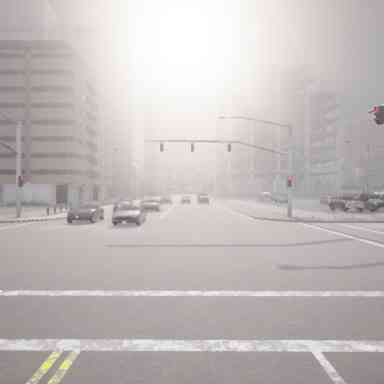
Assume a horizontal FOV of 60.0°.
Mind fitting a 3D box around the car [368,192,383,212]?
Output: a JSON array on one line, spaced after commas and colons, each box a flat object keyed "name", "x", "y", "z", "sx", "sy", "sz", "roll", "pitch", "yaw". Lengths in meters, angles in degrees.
[{"name": "car", "x": 19.463, "y": 1.156, "z": 35.801, "sx": 1.905, "sy": 1.878, "sz": 3.866, "roll": 0, "pitch": 0, "yaw": 0}]

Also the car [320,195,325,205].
[{"name": "car", "x": 22.081, "y": 1.395, "z": 53.281, "sx": 1.970, "sy": 1.475, "sz": 3.806, "roll": 0, "pitch": 0, "yaw": 0}]

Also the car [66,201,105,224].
[{"name": "car", "x": -7.918, "y": 1.505, "z": 25.144, "sx": 1.837, "sy": 1.490, "sz": 4.892, "roll": 0, "pitch": 0, "yaw": -2}]

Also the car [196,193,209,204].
[{"name": "car", "x": 2.273, "y": 1.477, "z": 64.710, "sx": 1.882, "sy": 1.535, "sz": 5.008, "roll": 0, "pitch": 0, "yaw": 0}]

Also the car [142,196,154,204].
[{"name": "car", "x": -8.266, "y": 1.525, "z": 62.786, "sx": 1.812, "sy": 1.442, "sz": 4.674, "roll": 0, "pitch": 0, "yaw": 0}]

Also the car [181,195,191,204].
[{"name": "car", "x": -1.233, "y": 1.601, "z": 65.383, "sx": 1.895, "sy": 1.301, "sz": 4.718, "roll": 0, "pitch": 0, "yaw": 0}]

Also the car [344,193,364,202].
[{"name": "car", "x": 33.352, "y": 1.153, "z": 68.490, "sx": 1.932, "sy": 1.855, "sz": 4.605, "roll": 0, "pitch": 0, "yaw": 0}]

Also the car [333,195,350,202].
[{"name": "car", "x": 30.669, "y": 1.364, "z": 68.426, "sx": 1.784, "sy": 1.438, "sz": 3.905, "roll": 0, "pitch": 0, "yaw": 0}]

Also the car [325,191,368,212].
[{"name": "car", "x": 16.569, "y": 1.153, "z": 35.841, "sx": 1.932, "sy": 1.855, "sz": 4.605, "roll": 0, "pitch": 0, "yaw": 0}]

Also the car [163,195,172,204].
[{"name": "car", "x": -4.764, "y": 1.350, "z": 61.660, "sx": 2.097, "sy": 1.767, "sz": 4.553, "roll": 0, "pitch": 0, "yaw": 0}]

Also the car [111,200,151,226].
[{"name": "car", "x": -4.382, "y": 1.547, "z": 23.793, "sx": 2.033, "sy": 1.411, "sz": 5.357, "roll": 0, "pitch": 0, "yaw": -2}]

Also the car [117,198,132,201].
[{"name": "car", "x": -8.115, "y": 1.491, "z": 39.935, "sx": 2.128, "sy": 1.511, "sz": 4.902, "roll": 0, "pitch": 0, "yaw": 0}]

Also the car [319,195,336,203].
[{"name": "car", "x": 27.773, "y": 1.395, "z": 68.412, "sx": 1.970, "sy": 1.475, "sz": 3.806, "roll": 0, "pitch": 0, "yaw": 0}]

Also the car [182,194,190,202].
[{"name": "car", "x": -1.311, "y": 1.303, "z": 74.454, "sx": 1.882, "sy": 1.535, "sz": 5.008, "roll": 0, "pitch": 0, "yaw": 0}]

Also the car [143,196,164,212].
[{"name": "car", "x": -4.602, "y": 1.504, "z": 38.297, "sx": 1.837, "sy": 1.490, "sz": 4.892, "roll": 0, "pitch": 0, "yaw": 0}]
